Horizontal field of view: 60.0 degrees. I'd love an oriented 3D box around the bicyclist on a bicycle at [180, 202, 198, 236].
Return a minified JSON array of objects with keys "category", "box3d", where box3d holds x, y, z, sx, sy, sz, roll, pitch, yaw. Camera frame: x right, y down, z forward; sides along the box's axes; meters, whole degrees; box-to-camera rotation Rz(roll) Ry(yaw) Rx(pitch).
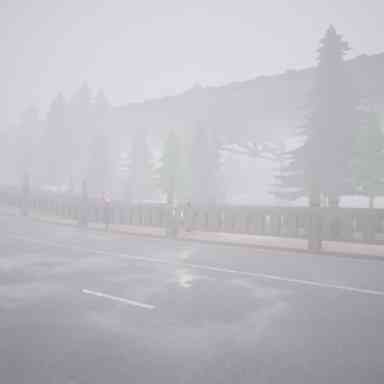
[{"category":"bicyclist on a bicycle","box3d":[-0.089,1.336,16.116,0.582,1.620,1.656,1,-3,34]}]
